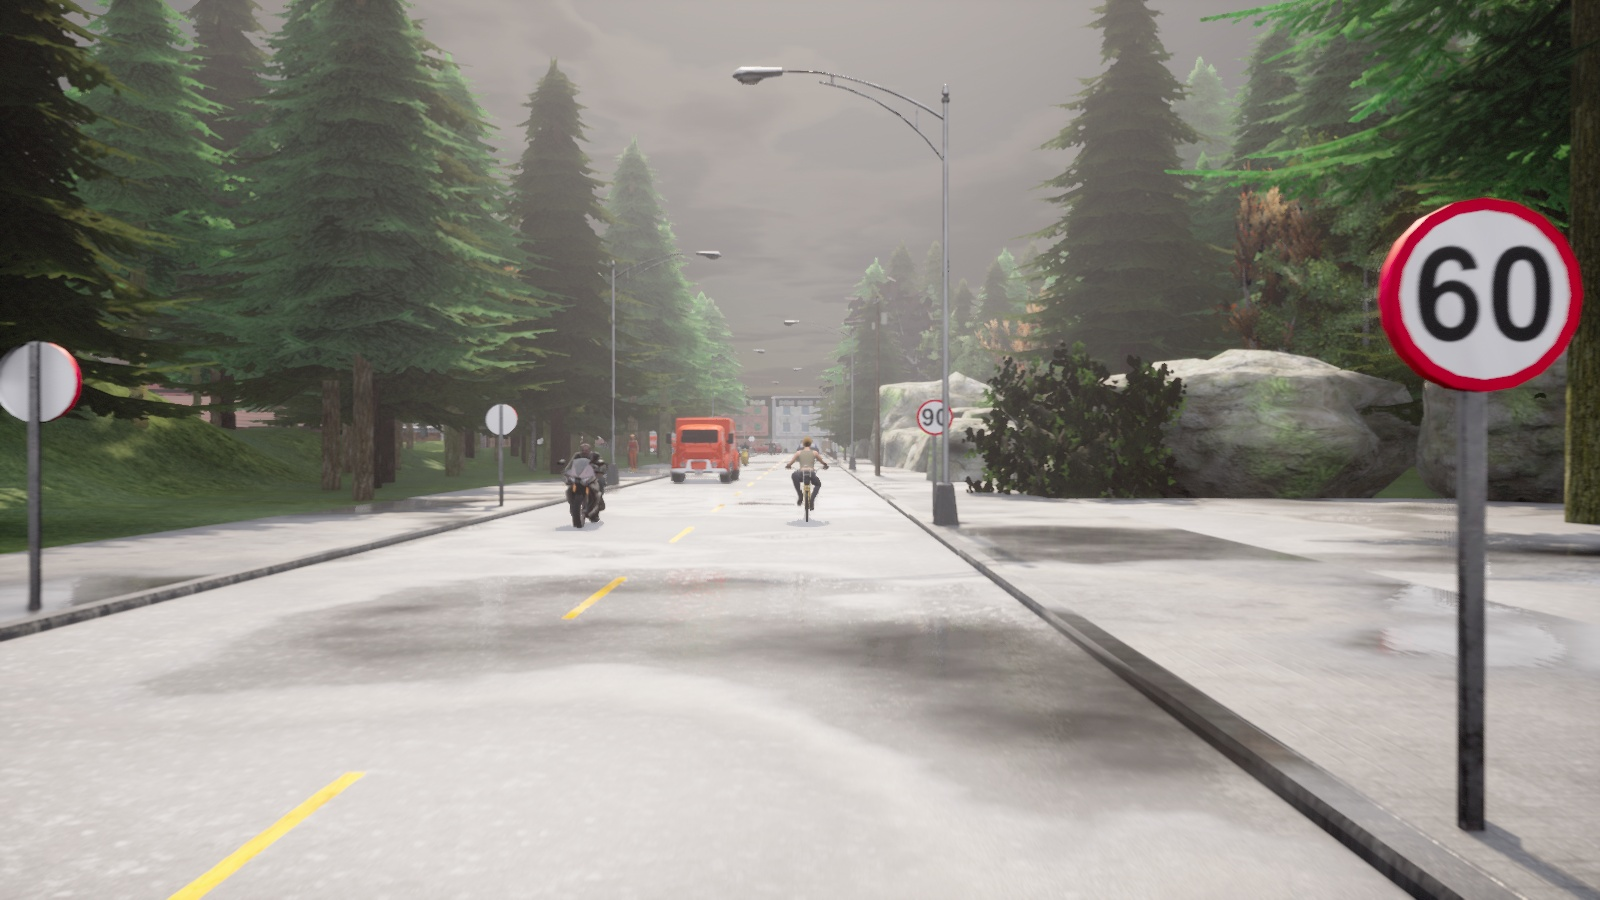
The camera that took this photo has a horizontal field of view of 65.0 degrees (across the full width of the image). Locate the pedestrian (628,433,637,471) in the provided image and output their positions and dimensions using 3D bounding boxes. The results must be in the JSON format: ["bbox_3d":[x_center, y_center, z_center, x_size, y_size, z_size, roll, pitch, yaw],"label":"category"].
[{"bbox_3d":[-8.138,0.106,61.023,0.345,1.836,0.594,0,0,1],"label":"pedestrian"}]

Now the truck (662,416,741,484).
[{"bbox_3d":[-3.709,-0.020,48.418,2.627,2.467,5.204,0,1,0],"label":"truck"}]

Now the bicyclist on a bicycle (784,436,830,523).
[{"bbox_3d":[0.137,0.547,24.107,0.866,1.612,1.509,0,0,1],"label":"bicyclist on a bicycle"}]

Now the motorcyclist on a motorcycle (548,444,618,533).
[{"bbox_3d":[-3.866,0.651,22.571,0.866,1.530,2.191,0,0,0],"label":"motorcyclist on a motorcycle"}]
